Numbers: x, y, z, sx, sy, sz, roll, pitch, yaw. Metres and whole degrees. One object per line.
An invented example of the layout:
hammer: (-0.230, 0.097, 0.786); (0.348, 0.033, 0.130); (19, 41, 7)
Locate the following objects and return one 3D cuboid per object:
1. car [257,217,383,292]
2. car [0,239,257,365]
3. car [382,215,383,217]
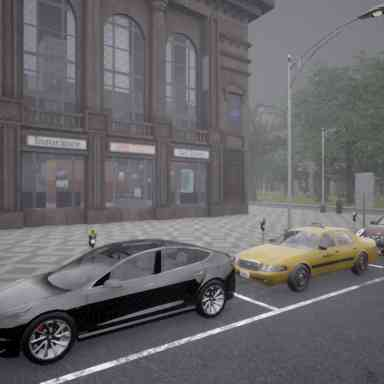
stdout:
car: (3.150, 1.526, 8.903); (4.829, 1.417, 1.752); (0, 0, -36)
car: (-1.136, 1.566, 5.841); (4.313, 1.339, 1.947); (0, 0, -36)
car: (7.712, 1.441, 12.163); (4.097, 1.590, 1.967); (0, 0, -36)
